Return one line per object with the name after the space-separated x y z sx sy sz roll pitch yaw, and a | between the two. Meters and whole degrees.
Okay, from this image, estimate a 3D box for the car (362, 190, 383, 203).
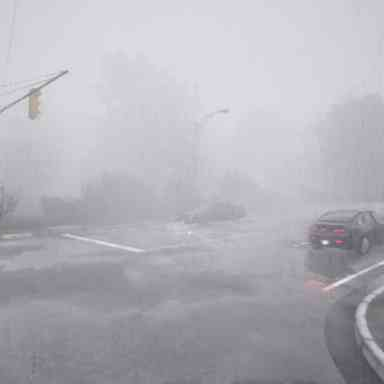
20.598 0.425 35.897 4.718 1.301 1.895 -4 2 -29 | car

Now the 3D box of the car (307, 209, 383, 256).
6.380 1.419 12.964 4.892 1.490 1.837 -2 0 -41 | car

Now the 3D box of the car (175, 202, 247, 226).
1.434 1.405 22.679 5.357 1.411 2.033 -2 1 -40 | car
